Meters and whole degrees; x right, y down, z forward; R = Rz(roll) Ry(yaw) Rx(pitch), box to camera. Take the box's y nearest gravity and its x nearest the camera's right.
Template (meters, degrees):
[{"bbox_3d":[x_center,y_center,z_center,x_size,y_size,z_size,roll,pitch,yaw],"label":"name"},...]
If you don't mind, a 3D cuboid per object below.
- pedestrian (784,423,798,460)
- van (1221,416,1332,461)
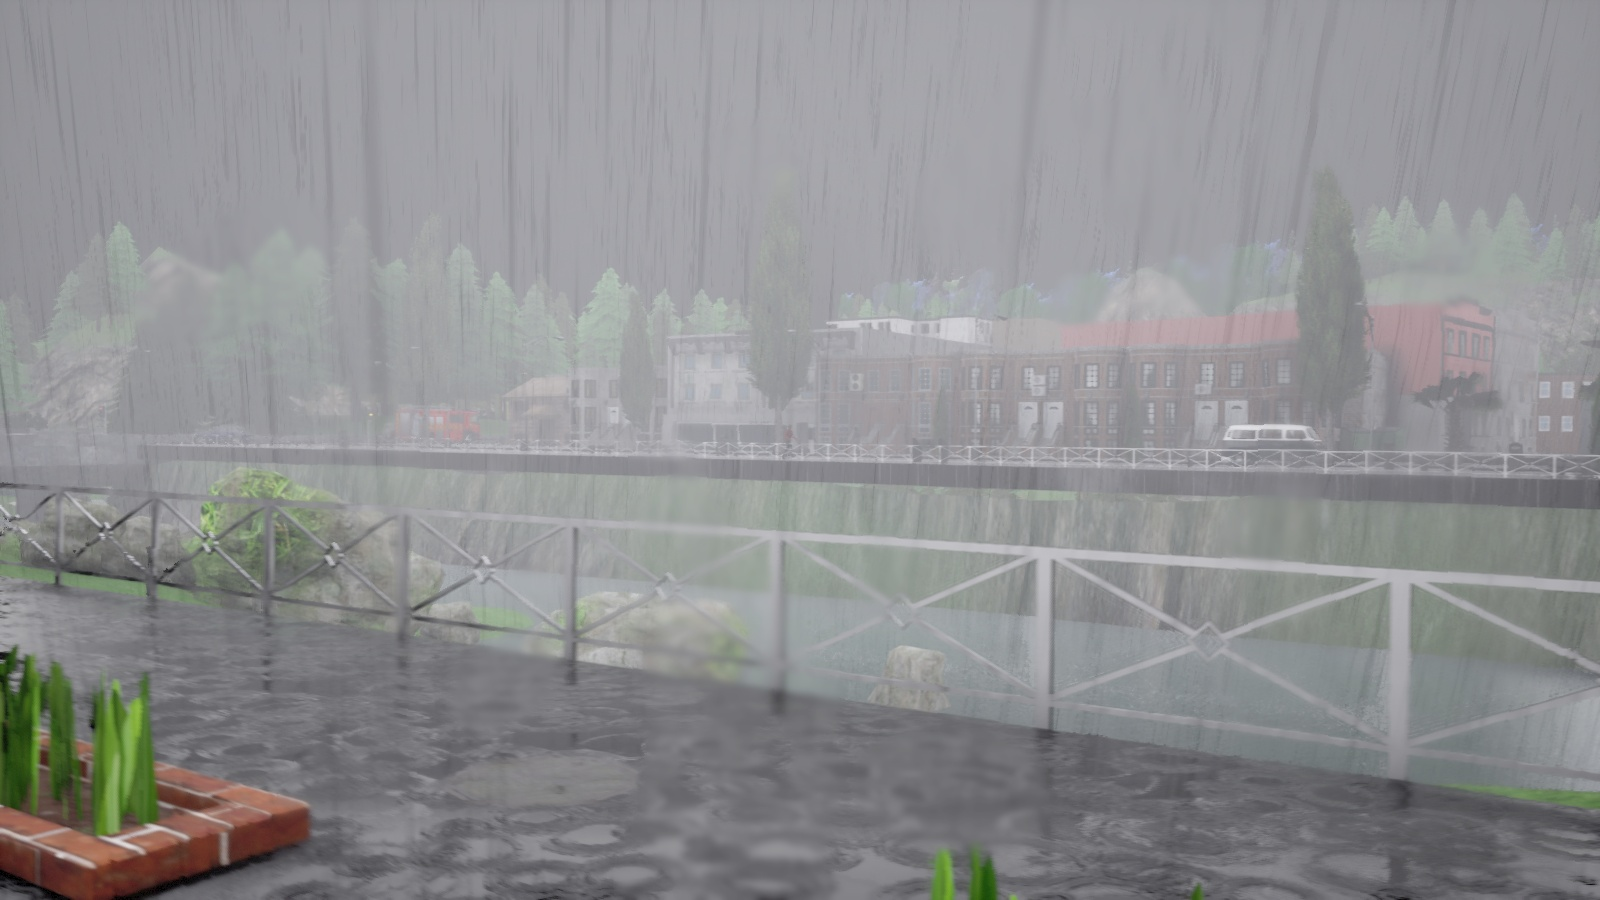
[{"bbox_3d":[-0.471,-0.428,64.019,0.636,1.846,0.331,0,1,34],"label":"pedestrian"},{"bbox_3d":[22.242,-0.548,58.674,4.480,2.038,2.069,0,1,34],"label":"van"}]
